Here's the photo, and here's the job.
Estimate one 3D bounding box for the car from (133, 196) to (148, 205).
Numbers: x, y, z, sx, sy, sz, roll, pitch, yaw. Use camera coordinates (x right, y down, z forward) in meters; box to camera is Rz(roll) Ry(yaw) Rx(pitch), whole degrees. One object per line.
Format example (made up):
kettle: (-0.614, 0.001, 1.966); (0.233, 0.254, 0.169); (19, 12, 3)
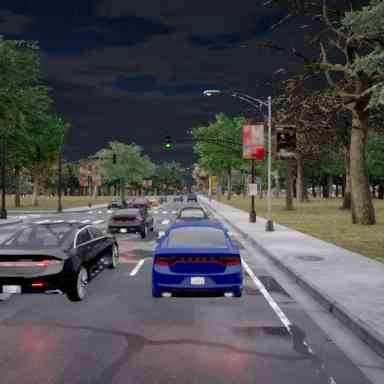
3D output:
car: (-9.765, 1.575, 62.939); (2.033, 1.411, 5.357); (0, 0, 0)

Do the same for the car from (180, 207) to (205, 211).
car: (0.030, 1.527, 17.786); (1.812, 1.442, 4.674); (0, 0, 1)

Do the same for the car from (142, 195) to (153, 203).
car: (-9.702, 1.526, 73.109); (1.837, 1.490, 4.892); (0, 0, 0)

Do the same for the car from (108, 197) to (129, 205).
car: (-9.818, 1.575, 44.201); (1.994, 1.385, 4.181); (0, 0, 1)

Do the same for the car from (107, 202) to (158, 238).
car: (-3.141, 1.507, 17.647); (1.837, 1.490, 4.892); (0, 0, 0)

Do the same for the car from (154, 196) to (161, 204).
car: (-6.560, 1.495, 53.071); (1.882, 1.535, 5.008); (0, 0, 0)

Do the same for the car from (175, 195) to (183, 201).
car: (-3.194, 1.536, 85.153); (1.882, 1.535, 5.008); (0, 0, 0)

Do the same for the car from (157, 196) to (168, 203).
car: (-6.453, 1.533, 72.690); (1.837, 1.490, 4.892); (0, 0, 0)

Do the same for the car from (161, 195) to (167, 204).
car: (-6.519, 1.519, 62.642); (2.128, 1.511, 4.902); (0, 0, 1)

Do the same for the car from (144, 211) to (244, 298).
car: (0.107, 1.478, 8.577); (1.882, 1.535, 5.008); (0, 0, 0)

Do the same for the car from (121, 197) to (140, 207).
car: (-9.807, 1.509, 53.121); (2.128, 1.511, 4.902); (0, 0, 0)

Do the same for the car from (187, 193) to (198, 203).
car: (0.048, 1.265, 73.515); (2.150, 2.045, 5.566); (0, 0, 0)

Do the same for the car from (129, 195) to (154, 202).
car: (-6.569, 1.489, 43.491); (1.882, 1.535, 5.008); (0, 0, 0)

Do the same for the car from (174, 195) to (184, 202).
car: (-3.193, 1.569, 75.289); (1.812, 1.442, 4.674); (0, 0, 0)

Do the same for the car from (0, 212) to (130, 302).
car: (-3.149, 1.491, 8.261); (2.128, 1.511, 4.902); (0, 0, 0)
